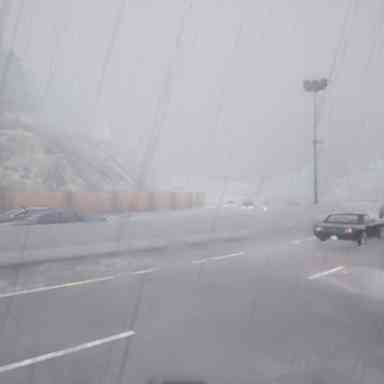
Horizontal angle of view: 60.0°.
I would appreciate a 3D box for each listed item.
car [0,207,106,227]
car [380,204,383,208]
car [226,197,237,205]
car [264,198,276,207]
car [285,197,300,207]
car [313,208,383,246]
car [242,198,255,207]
[{"bbox_3d":[-6.919,1.616,16.544,5.357,1.411,2.033,0,0,-39],"label":"car"},{"bbox_3d":[18.115,1.605,30.155,1.994,1.385,4.181,0,0,30],"label":"car"},{"bbox_3d":[7.796,1.650,65.871,1.882,1.535,5.008,0,0,8],"label":"car"},{"bbox_3d":[13.010,1.729,55.293,1.895,1.301,4.718,0,0,13],"label":"car"},{"bbox_3d":[15.967,1.617,52.774,1.837,1.490,4.892,0,0,15],"label":"car"},{"bbox_3d":[7.519,1.628,15.620,1.895,1.301,4.718,0,0,44],"label":"car"},{"bbox_3d":[9.507,1.685,55.534,2.033,1.411,5.357,0,0,14],"label":"car"}]
